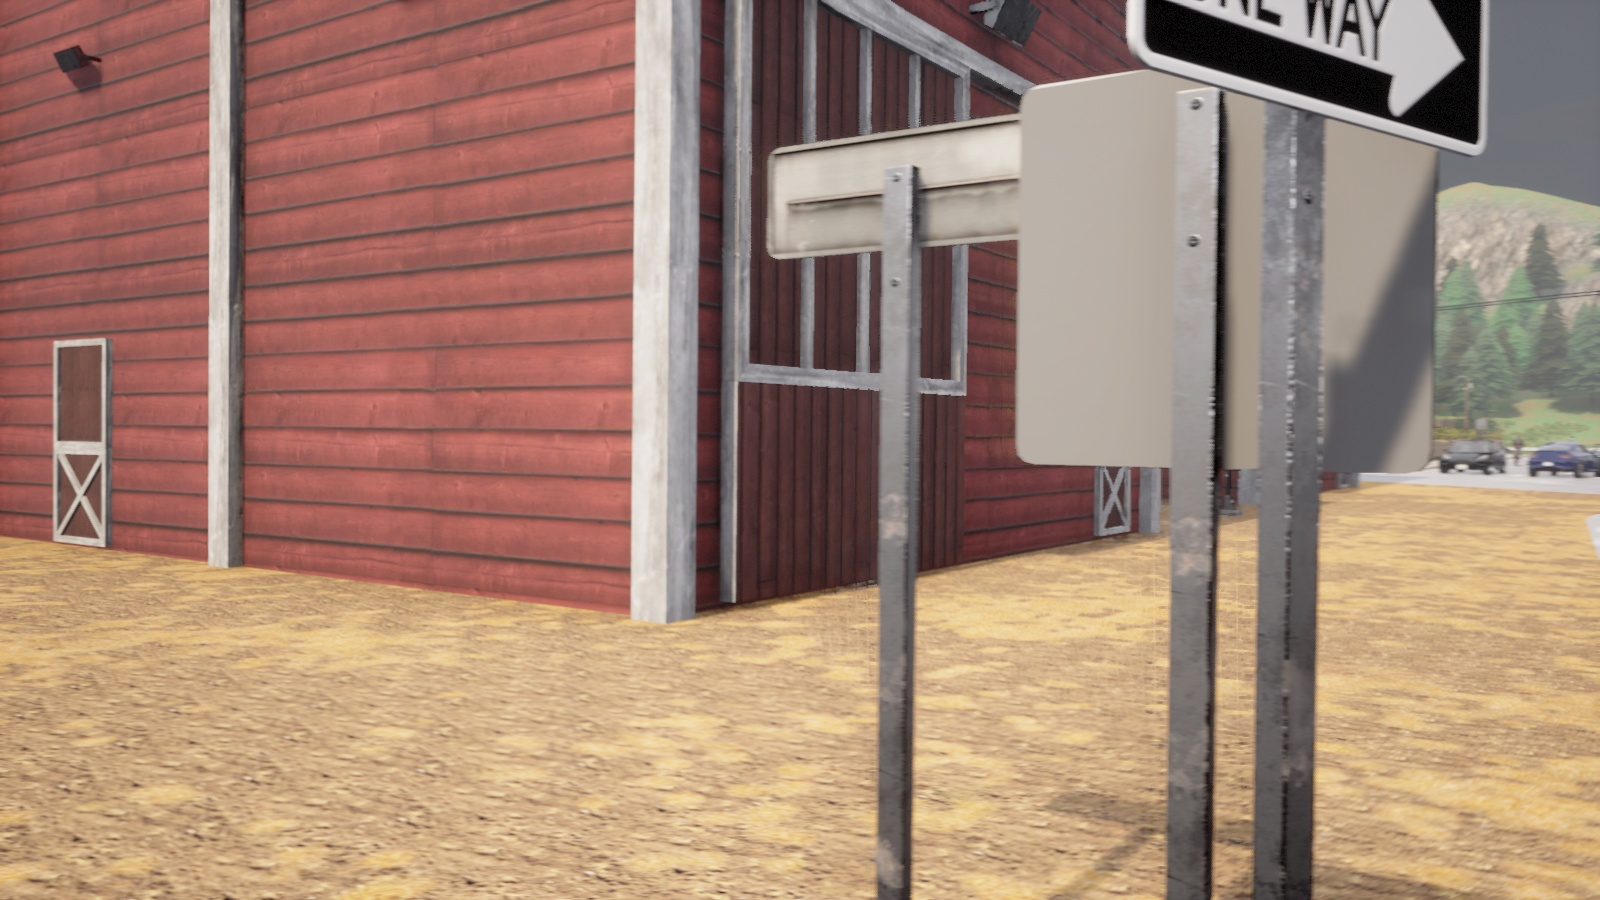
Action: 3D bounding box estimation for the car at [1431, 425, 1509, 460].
[{"bbox_3d":[29.401,-0.351,55.044,2.163,1.488,4.792,0,1,39],"label":"car"}]

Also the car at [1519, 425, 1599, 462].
[{"bbox_3d":[31.382,-0.297,51.789,4.674,1.442,1.812,-1,1,-44],"label":"car"}]
